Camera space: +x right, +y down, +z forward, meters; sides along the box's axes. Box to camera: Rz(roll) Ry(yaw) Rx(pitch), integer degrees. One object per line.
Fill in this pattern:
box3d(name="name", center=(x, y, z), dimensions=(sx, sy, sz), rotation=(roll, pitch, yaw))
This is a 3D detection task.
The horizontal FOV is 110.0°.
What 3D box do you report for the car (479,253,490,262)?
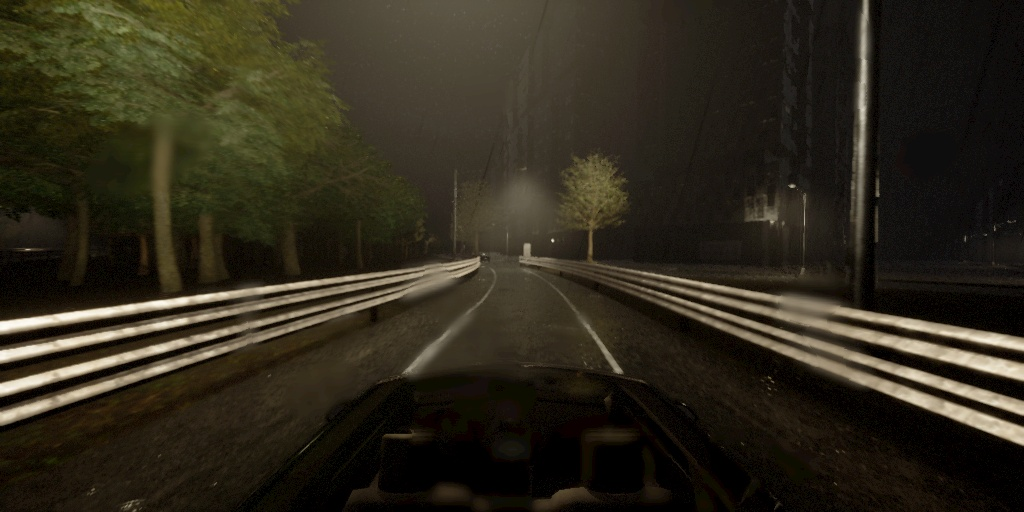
box3d(name="car", center=(-5.224, 0.280, 64.263), dimensions=(2.128, 1.511, 4.902), rotation=(0, 1, -17))
